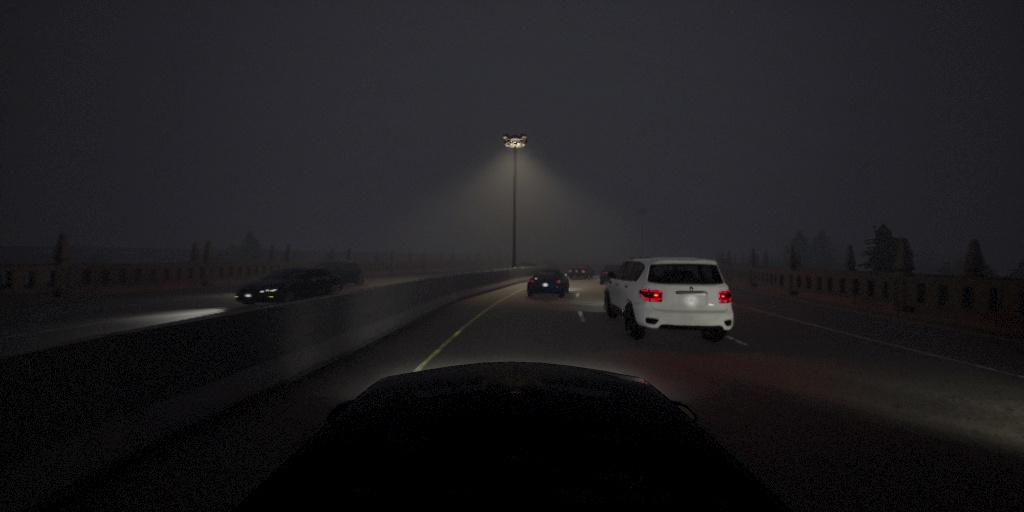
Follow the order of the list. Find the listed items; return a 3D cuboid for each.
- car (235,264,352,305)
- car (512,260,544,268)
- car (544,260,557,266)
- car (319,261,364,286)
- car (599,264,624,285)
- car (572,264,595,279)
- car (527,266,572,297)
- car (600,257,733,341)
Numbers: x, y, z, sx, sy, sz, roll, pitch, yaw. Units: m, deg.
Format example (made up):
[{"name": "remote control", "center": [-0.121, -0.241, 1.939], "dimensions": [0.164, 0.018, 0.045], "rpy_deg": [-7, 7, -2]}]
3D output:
[{"name": "car", "center": [-9.435, 1.250, 15.692], "dimensions": [1.837, 1.490, 4.892], "rpy_deg": [0, -1, 8]}, {"name": "car", "center": [1.542, 1.471, 41.688], "dimensions": [2.128, 1.511, 4.902], "rpy_deg": [0, -1, 24]}, {"name": "car", "center": [5.953, 1.700, 57.434], "dimensions": [1.895, 1.301, 4.718], "rpy_deg": [0, 0, 33]}, {"name": "car", "center": [-11.678, 1.117, 23.134], "dimensions": [2.097, 1.767, 4.553], "rpy_deg": [0, 0, 13]}, {"name": "car", "center": [8.282, 1.475, 29.534], "dimensions": [1.837, 1.490, 4.892], "rpy_deg": [0, 0, 18]}, {"name": "car", "center": [7.205, 1.547, 36.894], "dimensions": [2.033, 1.411, 5.357], "rpy_deg": [0, 0, 23]}, {"name": "car", "center": [2.072, 1.429, 19.931], "dimensions": [1.994, 1.385, 4.181], "rpy_deg": [0, 0, 12]}, {"name": "car", "center": [4.137, 1.054, 10.409], "dimensions": [2.150, 2.045, 5.566], "rpy_deg": [0, 0, 6]}]
